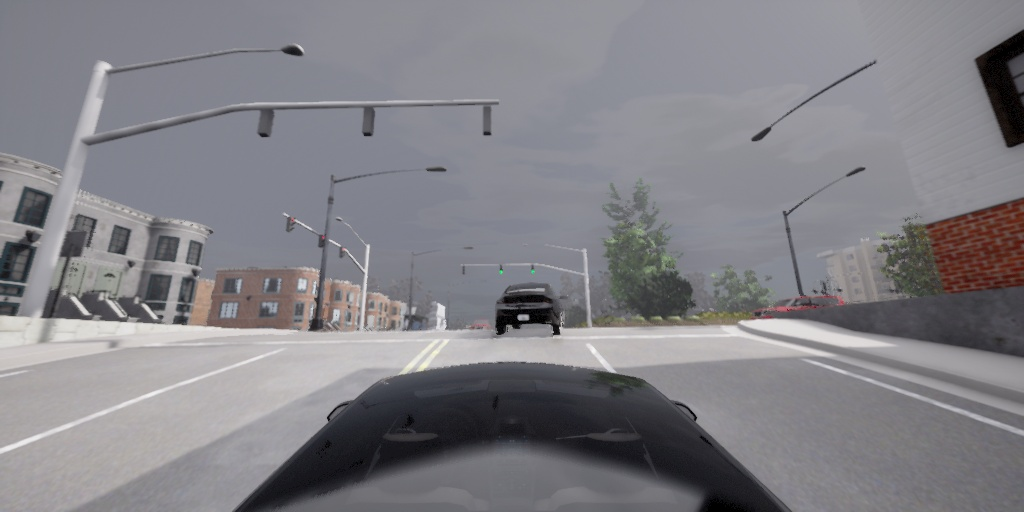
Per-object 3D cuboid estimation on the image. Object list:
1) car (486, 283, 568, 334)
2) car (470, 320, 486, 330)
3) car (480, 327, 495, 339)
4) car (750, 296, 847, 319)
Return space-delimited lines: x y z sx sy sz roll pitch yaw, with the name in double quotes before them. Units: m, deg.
"car" 0.723 1.691 11.773 1.837 1.490 4.892 -3 -8 10
"car" -3.486 8.240 40.789 2.150 2.045 5.566 -1 -13 -1
"car" -3.406 10.847 50.596 1.882 1.535 5.008 -1 -13 0
"car" 18.328 3.639 22.890 5.566 2.045 2.150 -1 -13 0
